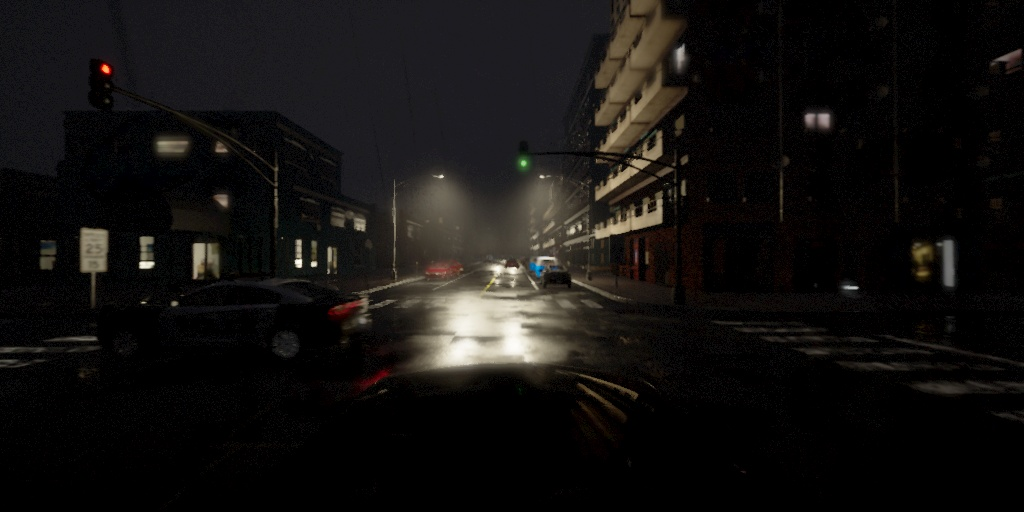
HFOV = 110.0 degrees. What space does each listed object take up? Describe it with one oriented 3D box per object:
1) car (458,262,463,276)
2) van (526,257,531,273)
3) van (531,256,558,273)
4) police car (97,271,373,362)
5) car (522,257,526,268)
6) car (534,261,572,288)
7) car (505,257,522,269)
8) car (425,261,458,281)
[{"bbox_3d":[-5.677,1.165,33.938,1.888,1.381,4.507,0,0,0],"label":"car"},{"bbox_3d":[2.706,0.937,39.553,1.690,1.789,3.998,0,0,0],"label":"van"},{"bbox_3d":[2.701,0.984,28.390,1.690,1.789,3.998,0,0,0],"label":"van"},{"bbox_3d":[-5.716,1.154,7.586,5.238,1.638,1.930,0,0,1],"label":"police car"},{"bbox_3d":[2.709,1.071,50.883,1.751,1.417,4.829,0,0,0],"label":"car"},{"bbox_3d":[2.700,1.217,22.811,2.007,1.370,4.403,0,0,0],"label":"car"},{"bbox_3d":[0.019,1.102,52.293,1.994,1.385,4.181,0,0,0],"label":"car"},{"bbox_3d":[-5.680,1.225,28.358,1.802,1.307,4.207,0,0,0],"label":"car"}]
